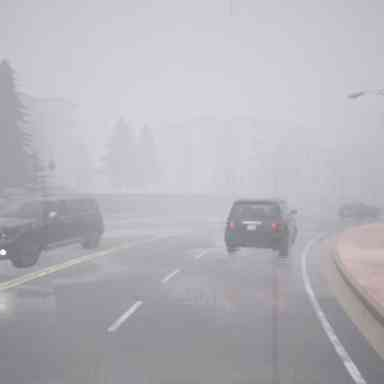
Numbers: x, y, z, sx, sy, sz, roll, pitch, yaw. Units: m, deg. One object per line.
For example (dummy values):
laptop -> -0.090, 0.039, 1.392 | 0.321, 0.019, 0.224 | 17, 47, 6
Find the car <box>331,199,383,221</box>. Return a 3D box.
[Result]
car -> 14.734, 1.670, 29.240 | 4.902, 1.511, 2.128 | 1, 0, -40

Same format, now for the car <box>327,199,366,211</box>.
car -> 21.116, 1.751, 45.375 | 4.902, 1.511, 2.128 | 1, 0, -25

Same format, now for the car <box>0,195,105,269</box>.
car -> -5.222, 1.190, 11.621 | 2.150, 2.045, 5.566 | 0, 0, 16

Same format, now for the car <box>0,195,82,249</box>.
car -> -7.727, 1.172, 15.197 | 2.150, 2.045, 5.566 | 0, 0, 20

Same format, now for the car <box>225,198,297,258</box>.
car -> 2.927, 1.268, 13.430 | 2.150, 2.045, 5.566 | 0, 0, 21
